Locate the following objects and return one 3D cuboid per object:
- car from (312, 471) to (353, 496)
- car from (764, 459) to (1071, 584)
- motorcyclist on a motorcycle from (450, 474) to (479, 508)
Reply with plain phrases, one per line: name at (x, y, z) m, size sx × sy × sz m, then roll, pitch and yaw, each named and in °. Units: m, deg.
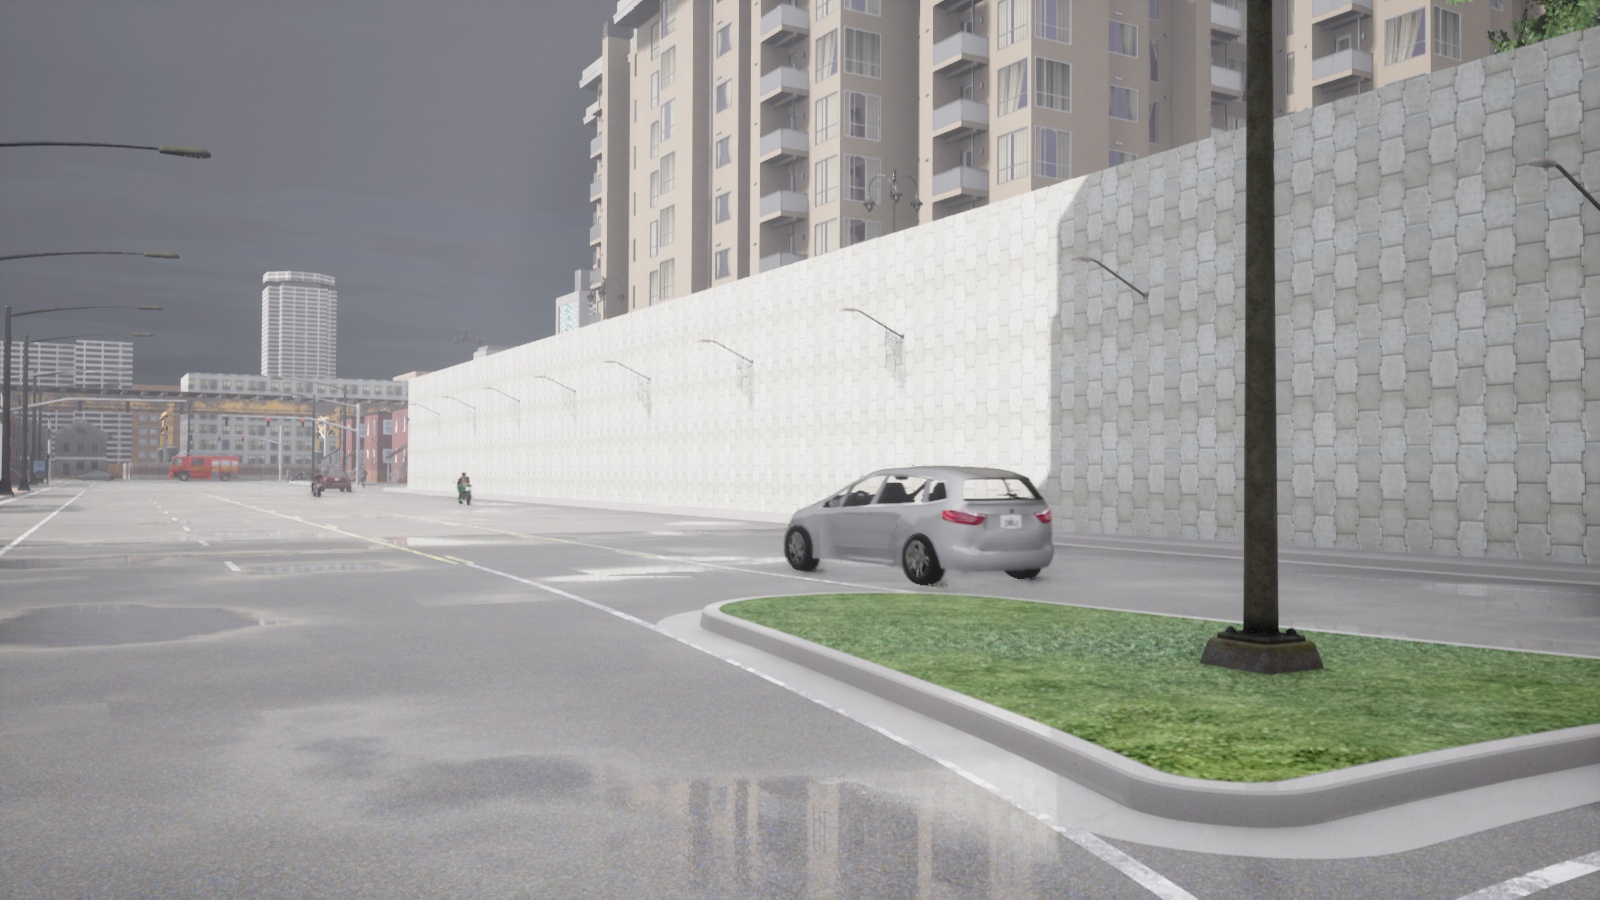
car at (-34.039, 2.408, 91.373) m, size 2.097 × 1.767 × 4.553 m, roll 0°, pitch -1°, yaw -29°
car at (1.652, 0.992, 19.270) m, size 2.242 × 1.667 × 4.611 m, roll 0°, pitch -1°, yaw -35°
motorcyclist on a motorcycle at (-15.238, 1.856, 56.965) m, size 0.797 × 1.523 × 2.044 m, roll 0°, pitch -1°, yaw -29°
